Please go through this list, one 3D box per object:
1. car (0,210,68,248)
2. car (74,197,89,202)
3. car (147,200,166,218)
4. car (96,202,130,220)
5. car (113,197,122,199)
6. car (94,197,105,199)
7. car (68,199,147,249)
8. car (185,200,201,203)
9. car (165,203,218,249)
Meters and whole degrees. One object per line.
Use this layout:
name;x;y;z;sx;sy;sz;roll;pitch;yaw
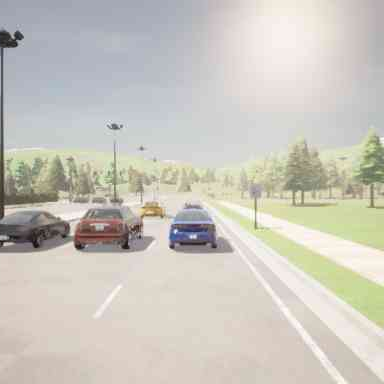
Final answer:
car;-6.948;1.530;14.614;1.812;1.442;4.674;0;0;0
car;-21.902;1.598;66.105;1.994;1.385;4.181;0;0;0
car;-3.392;1.482;29.601;1.882;1.535;5.008;0;0;0
car;-6.892;1.614;29.644;1.895;1.301;4.718;0;0;0
car;-14.902;1.653;66.095;1.895;1.301;4.718;0;0;0
car;-18.402;1.598;66.115;1.994;1.385;4.181;0;0;0
car;-3.448;1.363;14.571;2.097;1.767;4.553;0;0;0
car;0.108;1.493;29.588;2.128;1.511;4.902;0;0;0
car;0.052;1.482;14.588;1.882;1.535;5.008;0;0;0
